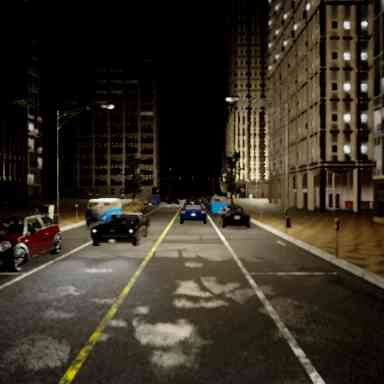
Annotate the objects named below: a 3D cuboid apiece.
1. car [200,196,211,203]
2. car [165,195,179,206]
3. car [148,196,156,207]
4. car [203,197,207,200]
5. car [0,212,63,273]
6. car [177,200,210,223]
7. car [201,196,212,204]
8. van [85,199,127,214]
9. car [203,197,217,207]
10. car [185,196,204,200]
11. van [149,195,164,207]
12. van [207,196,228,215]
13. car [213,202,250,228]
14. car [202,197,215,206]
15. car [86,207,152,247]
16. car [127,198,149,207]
[{"bbox_3d":[2.684,1.486,67.145,2.008,1.369,4.403,0,0,0],"label":"car"},{"bbox_3d":[-3.067,1.482,55.661,1.812,1.442,4.674,0,0,0],"label":"car"},{"bbox_3d":[-5.694,1.531,38.799,2.008,1.369,4.403,0,0,0],"label":"car"},{"bbox_3d":[2.687,1.546,38.801,1.947,1.339,4.313,0,0,0],"label":"car"},{"bbox_3d":[-5.691,1.440,10.455,1.967,1.590,4.097,0,0,0],"label":"car"},{"bbox_3d":[0.096,1.556,25.241,1.994,1.385,4.181,0,0,0],"label":"car"},{"bbox_3d":[2.685,1.471,61.647,1.752,1.417,4.829,0,0,0],"label":"car"},{"bbox_3d":[-5.692,1.337,21.794,1.690,1.788,3.998,0,0,0],"label":"van"},{"bbox_3d":[2.686,1.491,50.309,1.752,1.417,4.829,0,0,0],"label":"car"},{"bbox_3d":[0.094,1.327,41.868,2.097,1.767,4.553,0,0,0],"label":"car"},{"bbox_3d":[-5.694,1.307,50.136,1.690,1.788,3.998,0,0,0],"label":"van"},{"bbox_3d":[2.688,1.327,33.132,1.690,1.788,3.998,0,0,0],"label":"van"},{"bbox_3d":[2.688,1.561,21.795,1.947,1.339,4.313,0,0,0],"label":"car"},{"bbox_3d":[2.685,1.507,55.806,2.008,1.369,4.403,0,0,0],"label":"car"},{"bbox_3d":[-3.103,1.600,15.173,1.895,1.301,4.718,0,0,0],"label":"car"},{"bbox_3d":[-5.693,1.511,32.962,1.752,1.417,4.829,0,0,0],"label":"car"}]
